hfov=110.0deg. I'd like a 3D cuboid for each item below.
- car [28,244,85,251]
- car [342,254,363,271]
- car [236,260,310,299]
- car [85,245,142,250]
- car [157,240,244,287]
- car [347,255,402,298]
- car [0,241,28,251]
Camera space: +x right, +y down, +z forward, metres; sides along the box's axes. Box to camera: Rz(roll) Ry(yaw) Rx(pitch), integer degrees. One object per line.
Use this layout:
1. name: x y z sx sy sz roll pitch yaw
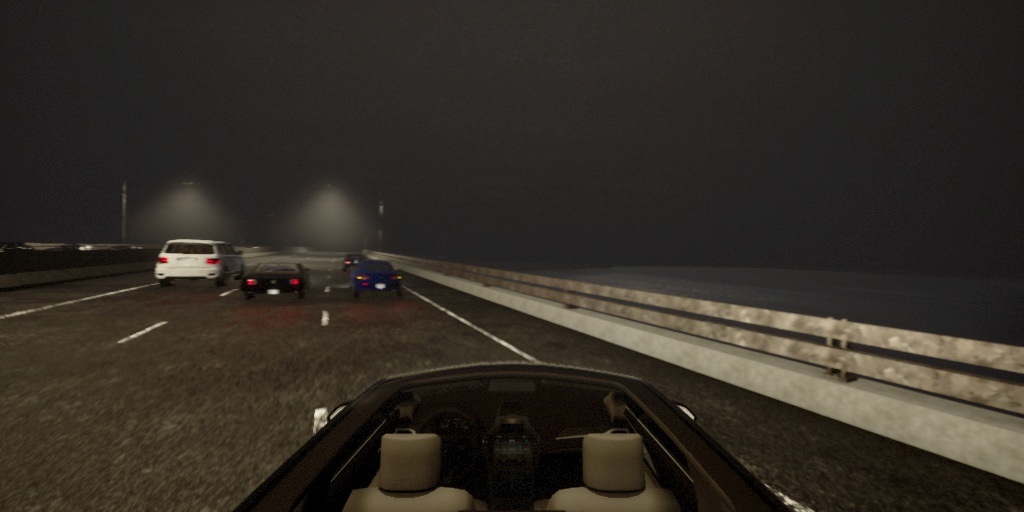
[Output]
1. car: -36.576 -0.275 29.909 2.033 1.411 5.357 2 1 -25
2. car: -13.098 0.501 29.926 2.033 1.411 5.357 2 1 -26
3. car: -9.207 0.876 14.331 1.895 1.301 4.718 2 1 -27
4. car: -33.009 -0.165 30.529 2.033 1.411 5.357 2 1 -26
5. car: -14.451 0.288 16.995 2.150 2.045 5.566 2 1 -27
6. car: -5.968 0.894 15.584 1.812 1.442 4.674 2 1 -26
7. car: -39.311 -0.380 27.505 1.837 1.490 4.892 2 1 -26
